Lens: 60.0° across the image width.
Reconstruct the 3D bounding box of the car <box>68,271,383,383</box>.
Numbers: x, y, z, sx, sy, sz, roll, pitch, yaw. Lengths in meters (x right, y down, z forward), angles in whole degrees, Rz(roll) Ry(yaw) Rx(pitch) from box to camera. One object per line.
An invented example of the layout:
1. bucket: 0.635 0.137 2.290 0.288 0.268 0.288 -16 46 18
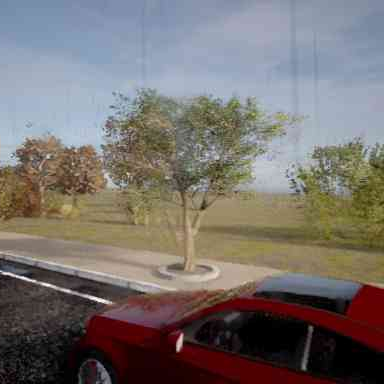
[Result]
1. car: 0.831 1.527 3.092 4.674 1.442 1.812 0 0 35
